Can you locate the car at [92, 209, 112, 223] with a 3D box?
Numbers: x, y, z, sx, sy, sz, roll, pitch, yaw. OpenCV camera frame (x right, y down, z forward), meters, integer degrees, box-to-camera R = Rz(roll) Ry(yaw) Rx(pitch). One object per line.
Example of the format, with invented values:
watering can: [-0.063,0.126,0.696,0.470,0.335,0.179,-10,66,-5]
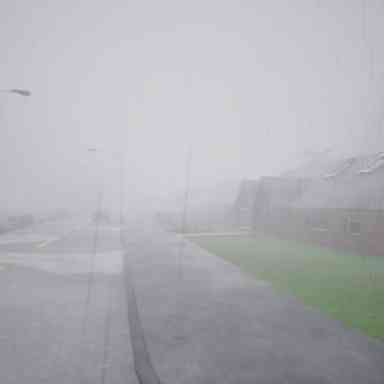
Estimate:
car: [-10.737,2.853,39.520,1.837,1.490,4.892,2,-2,-12]

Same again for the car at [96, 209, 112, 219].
car: [-13.046,3.246,49.597,2.033,1.411,5.357,2,-2,-13]
